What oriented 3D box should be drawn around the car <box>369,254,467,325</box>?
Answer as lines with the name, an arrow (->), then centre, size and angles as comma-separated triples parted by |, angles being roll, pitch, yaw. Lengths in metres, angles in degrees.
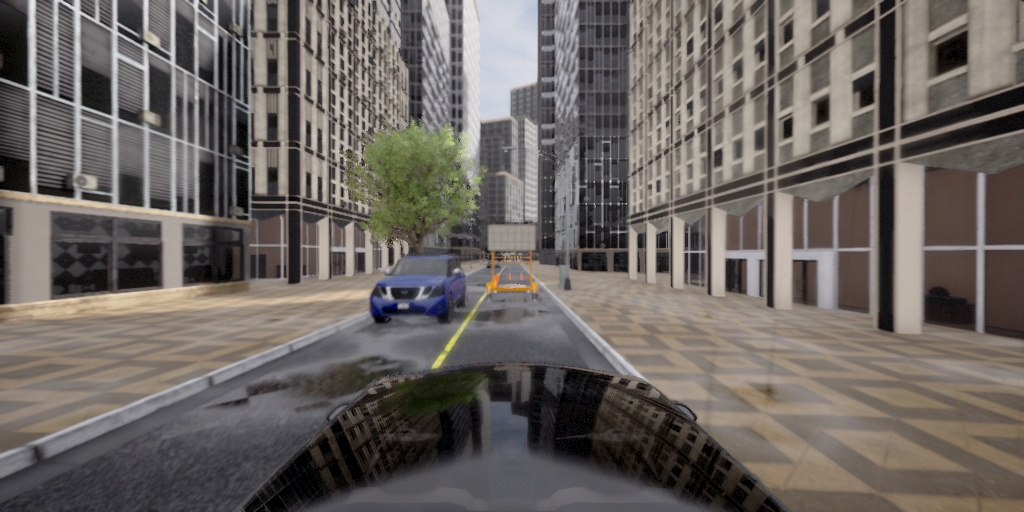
car -> -2.851, 0.960, 12.180 | 2.150, 2.045, 5.566 | 0, 0, 0

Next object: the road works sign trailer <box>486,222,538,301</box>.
road works sign trailer -> -0.001, 0.197, 17.094 | 2.380, 3.560, 2.880 | 0, 0, 0

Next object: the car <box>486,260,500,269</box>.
car -> -2.809, 1.297, 55.136 | 1.994, 1.385, 4.181 | 0, 0, 0
